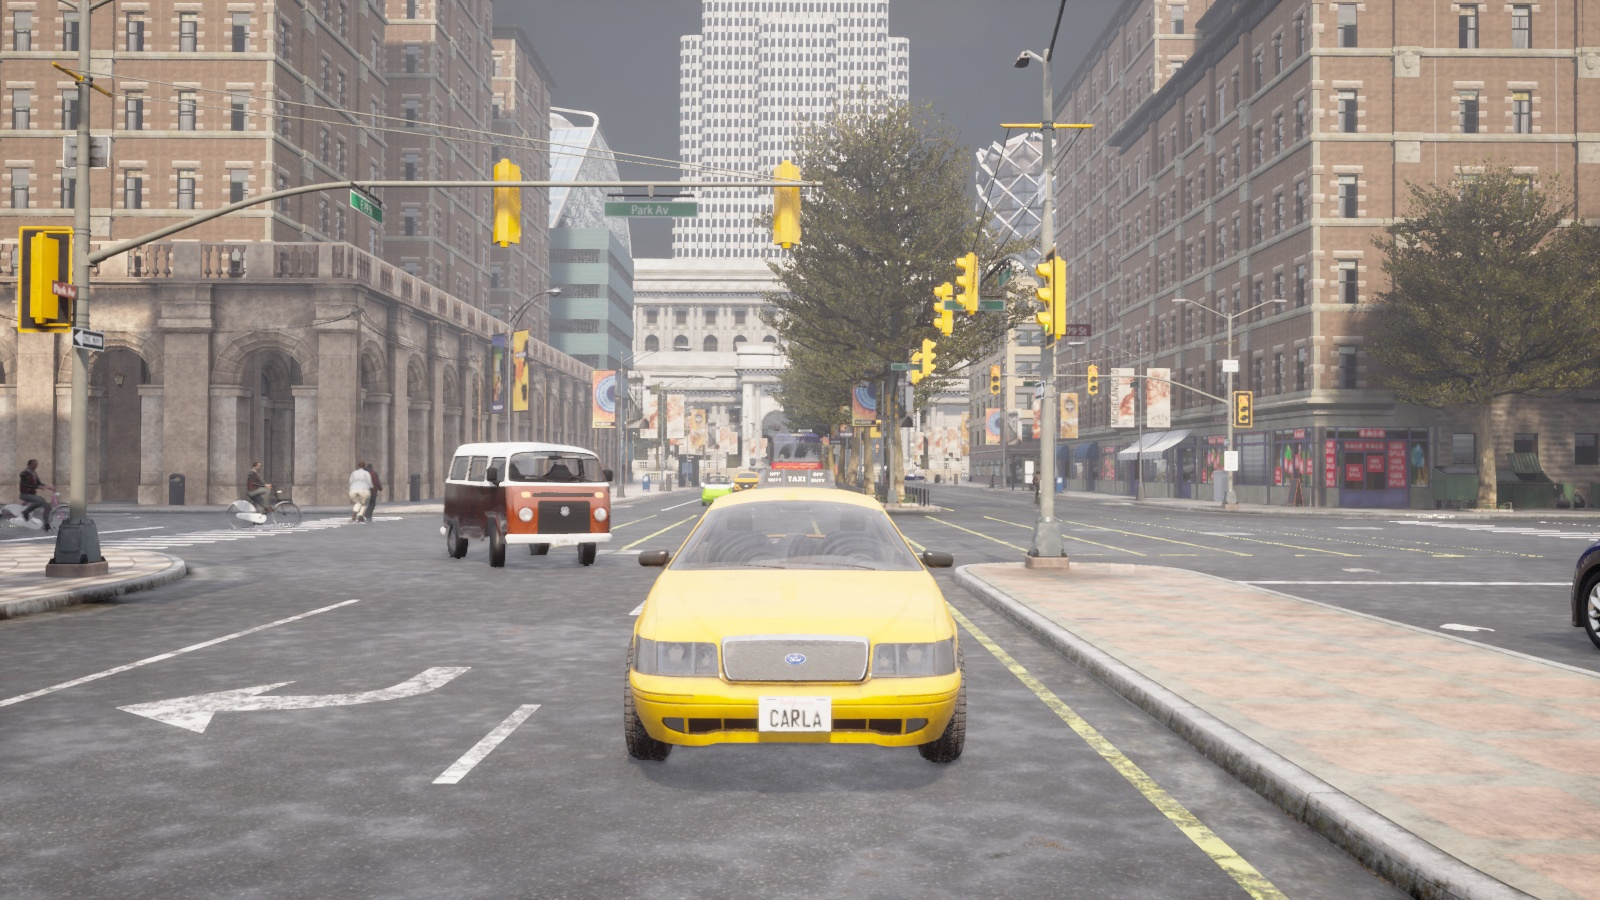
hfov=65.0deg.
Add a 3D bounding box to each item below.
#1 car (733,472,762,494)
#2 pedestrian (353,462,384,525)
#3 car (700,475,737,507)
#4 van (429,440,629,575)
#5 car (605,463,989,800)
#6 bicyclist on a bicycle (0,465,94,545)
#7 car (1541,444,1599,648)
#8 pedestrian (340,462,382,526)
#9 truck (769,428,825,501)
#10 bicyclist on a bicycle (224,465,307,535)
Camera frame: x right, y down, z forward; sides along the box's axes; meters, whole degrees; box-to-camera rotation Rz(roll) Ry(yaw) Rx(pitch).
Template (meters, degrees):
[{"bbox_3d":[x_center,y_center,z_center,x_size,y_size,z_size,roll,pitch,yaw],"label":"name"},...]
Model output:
[{"bbox_3d":[-3.703,2.301,89.183,1.882,1.535,5.008,0,-1,0],"label":"car"},{"bbox_3d":[-12.851,1.292,37.418,0.634,1.844,0.899,0,-1,0],"label":"pedestrian"},{"bbox_3d":[-3.627,1.823,56.088,1.481,1.376,2.207,0,-1,0],"label":"car"},{"bbox_3d":[-4.708,0.913,21.301,2.069,2.038,4.480,1,-1,-29],"label":"van"},{"bbox_3d":[-0.020,0.898,8.598,1.801,1.575,5.366,0,-1,0],"label":"car"},{"bbox_3d":[-17.079,1.229,28.406,1.843,1.776,0.659,0,-1,0],"label":"bicyclist on a bicycle"},{"bbox_3d":[7.978,0.799,9.444,2.097,1.767,4.553,0,-1,0],"label":"car"},{"bbox_3d":[-12.750,1.272,36.502,0.874,1.855,0.900,0,-1,2],"label":"pedestrian"},{"bbox_3d":[-0.163,0.823,69.999,2.891,3.827,8.468,0,-1,0],"label":"truck"},{"bbox_3d":[-13.733,1.282,32.316,1.843,1.776,0.659,0,-1,-7],"label":"bicyclist on a bicycle"}]
